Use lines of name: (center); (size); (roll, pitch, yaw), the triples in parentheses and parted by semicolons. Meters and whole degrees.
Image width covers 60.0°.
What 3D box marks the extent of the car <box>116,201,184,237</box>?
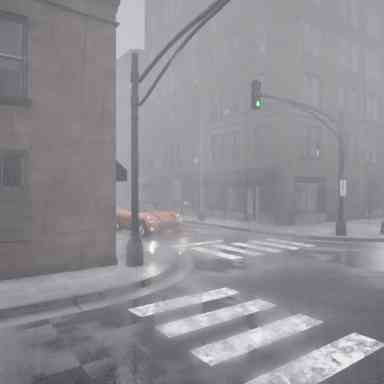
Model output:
car: (-2.362, 1.263, 17.521); (2.097, 1.767, 4.553); (0, 0, -35)
